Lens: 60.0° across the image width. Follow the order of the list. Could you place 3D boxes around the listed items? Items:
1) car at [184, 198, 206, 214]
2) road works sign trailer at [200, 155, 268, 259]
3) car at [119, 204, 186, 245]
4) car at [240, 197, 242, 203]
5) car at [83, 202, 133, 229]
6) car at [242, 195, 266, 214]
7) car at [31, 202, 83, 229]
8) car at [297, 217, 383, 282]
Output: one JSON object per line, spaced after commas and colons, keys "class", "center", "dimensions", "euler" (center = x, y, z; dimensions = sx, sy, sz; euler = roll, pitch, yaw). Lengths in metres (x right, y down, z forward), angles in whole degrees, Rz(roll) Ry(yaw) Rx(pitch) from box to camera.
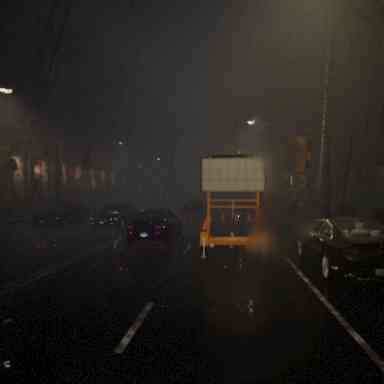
{"class": "car", "center": [0.287, 1.367, 33.522], "dimensions": [1.882, 1.535, 5.008], "euler": [0, 0, 6]}
{"class": "road works sign trailer", "center": [1.536, 0.424, 12.478], "dimensions": [2.380, 3.560, 2.880], "euler": [0, 0, 6]}
{"class": "car", "center": [-1.610, 1.475, 15.122], "dimensions": [1.812, 1.442, 4.674], "euler": [0, 0, 6]}
{"class": "car", "center": [9.913, 1.319, 60.527], "dimensions": [2.161, 1.482, 4.786], "euler": [0, 0, 6]}
{"class": "car", "center": [-4.746, 1.434, 20.782], "dimensions": [1.837, 1.490, 4.892], "euler": [0, 0, 6]}
{"class": "car", "center": [7.358, 1.230, 38.744], "dimensions": [2.185, 1.767, 4.553], "euler": [0, 0, 6]}
{"class": "car", "center": [-8.218, 1.403, 21.239], "dimensions": [1.882, 1.535, 5.008], "euler": [0, 0, 6]}
{"class": "car", "center": [4.334, 1.451, 9.526], "dimensions": [2.231, 1.521, 4.892], "euler": [0, 0, 6]}
